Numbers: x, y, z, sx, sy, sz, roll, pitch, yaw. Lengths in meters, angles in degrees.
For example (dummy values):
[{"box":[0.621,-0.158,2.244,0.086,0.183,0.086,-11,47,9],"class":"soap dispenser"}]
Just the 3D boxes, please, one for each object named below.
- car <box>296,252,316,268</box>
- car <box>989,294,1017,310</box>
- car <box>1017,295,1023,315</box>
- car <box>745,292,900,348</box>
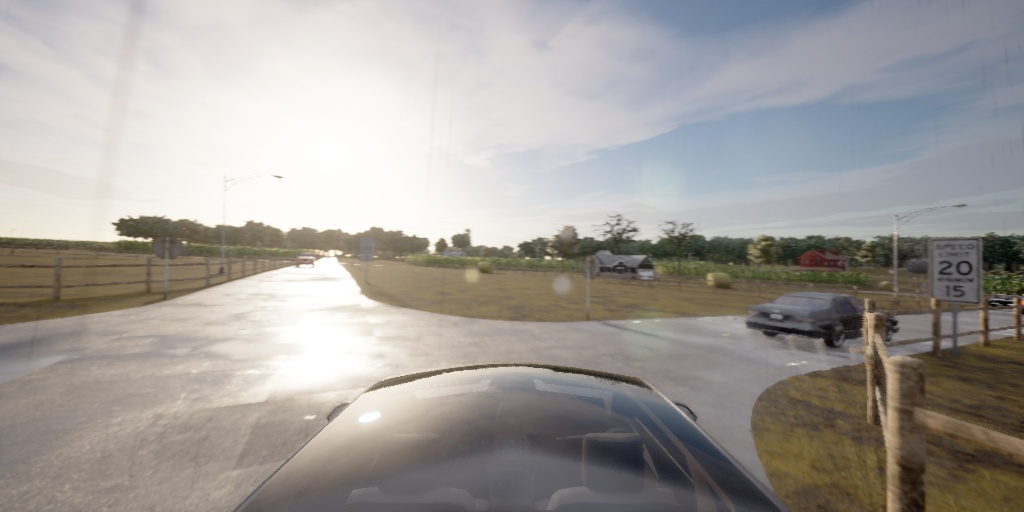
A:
[{"box":[-28.588,0.532,49.912,2.150,2.045,5.566,2,-1,-26],"class":"car"},{"box":[39.742,3.755,28.801,4.718,1.301,1.895,4,-2,-26],"class":"car"},{"box":[36.728,3.202,24.204,4.553,1.767,2.097,4,-2,-26],"class":"car"},{"box":[9.424,1.810,10.836,5.357,1.411,2.033,3,-2,-26],"class":"car"}]
